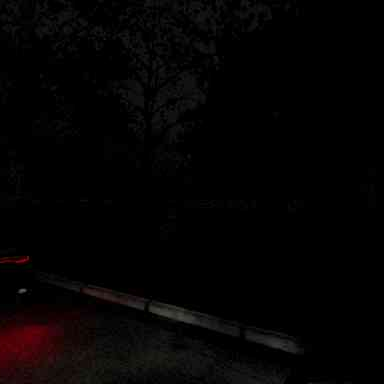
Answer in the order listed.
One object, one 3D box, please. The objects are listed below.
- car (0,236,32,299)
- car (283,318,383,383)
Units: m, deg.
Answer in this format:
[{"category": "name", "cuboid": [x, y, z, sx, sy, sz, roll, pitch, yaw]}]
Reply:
[{"category": "car", "cuboid": [-5.563, 1.488, 7.395, 5.008, 1.535, 1.882, 0, 0, 36]}, {"category": "car", "cuboid": [2.622, 1.351, 1.494, 4.553, 1.767, 2.097, 0, 0, 36]}]
